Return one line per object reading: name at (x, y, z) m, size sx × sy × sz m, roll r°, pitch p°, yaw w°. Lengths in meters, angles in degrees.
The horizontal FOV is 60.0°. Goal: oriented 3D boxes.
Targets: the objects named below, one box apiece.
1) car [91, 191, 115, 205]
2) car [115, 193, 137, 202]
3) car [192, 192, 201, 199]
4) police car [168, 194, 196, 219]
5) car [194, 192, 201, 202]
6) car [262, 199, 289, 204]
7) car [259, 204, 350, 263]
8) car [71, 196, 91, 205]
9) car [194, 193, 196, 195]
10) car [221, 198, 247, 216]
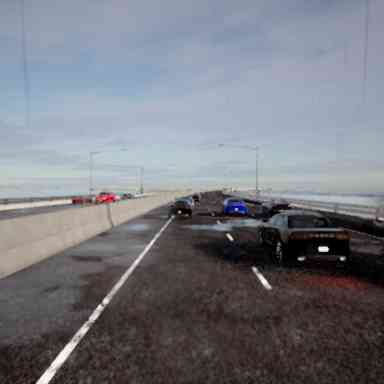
car at (-13.527, 0.885, 52.228) m, size 2.150 × 2.045 × 5.566 m, roll 0°, pitch 1°, yaw 2°
car at (-10.035, 1.017, 52.093) m, size 2.097 × 1.767 × 4.553 m, roll 0°, pitch 0°, yaw 2°
car at (1.165, 0.815, 78.985) m, size 2.128 × 1.511 × 4.902 m, roll 0°, pitch 0°, yaw 2°
police car at (-0.898, 1.256, 27.304) m, size 1.930 × 1.638 × 5.238 m, roll 0°, pitch 0°, yaw 1°
car at (0.722, 1.088, 61.843) m, size 2.128 × 1.511 × 4.902 m, roll 0°, pitch 0°, yaw 1°
car at (7.277, 1.311, 28.987) m, size 2.128 × 1.511 × 4.902 m, roll 0°, pitch 0°, yaw 1°
car at (3.637, 1.406, 11.644) m, size 1.882 × 1.535 × 5.008 m, roll 0°, pitch 0°, yaw 0°
car at (-17.038, 1.269, 51.716) m, size 1.895 × 1.301 × 4.718 m, roll 0°, pitch 0°, yaw 2°
car at (-0.776, 1.244, 37.178) m, size 1.882 × 1.535 × 5.008 m, roll 0°, pitch 0°, yaw 1°
car at (3.794, 1.287, 30.568) m, size 1.882 × 1.535 × 5.008 m, roll 0°, pitch 0°, yaw 1°
